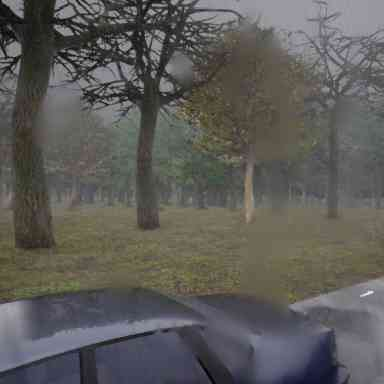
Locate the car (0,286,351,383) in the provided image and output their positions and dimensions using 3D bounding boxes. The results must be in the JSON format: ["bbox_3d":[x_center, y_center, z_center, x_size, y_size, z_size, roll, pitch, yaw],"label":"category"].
[{"bbox_3d":[-1.069,1.547,2.307,5.357,1.411,2.033,0,0,-35],"label":"car"}]
